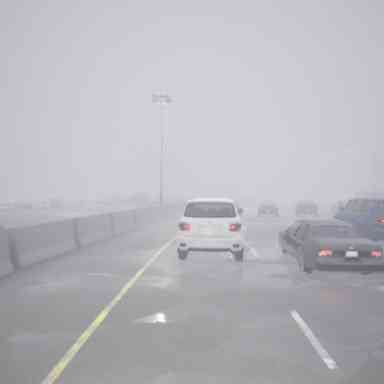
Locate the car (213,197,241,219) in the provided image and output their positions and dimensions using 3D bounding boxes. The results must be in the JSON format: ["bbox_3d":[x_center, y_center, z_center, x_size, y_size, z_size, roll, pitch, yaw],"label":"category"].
[{"bbox_3d":[3.218,1.339,29.483,2.097,1.767,4.553,0,0,11],"label":"car"}]

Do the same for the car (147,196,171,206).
[{"bbox_3d":[-4.987,1.538,53.502,1.895,1.301,4.718,0,0,19],"label":"car"}]

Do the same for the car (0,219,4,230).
[{"bbox_3d":[-9.934,1.500,13.295,2.033,1.411,5.357,0,0,5],"label":"car"}]

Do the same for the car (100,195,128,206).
[{"bbox_3d":[-12.625,1.263,52.573,2.097,1.767,4.553,0,0,18],"label":"car"}]

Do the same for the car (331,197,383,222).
[{"bbox_3d":[7.980,1.238,14.651,2.150,2.045,5.566,0,0,6],"label":"car"}]

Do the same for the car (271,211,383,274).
[{"bbox_3d":[4.071,1.553,10.575,2.033,1.411,5.357,0,0,4],"label":"car"}]

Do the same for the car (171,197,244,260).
[{"bbox_3d":[0.763,1.214,12.570,2.150,2.045,5.566,0,0,5],"label":"car"}]

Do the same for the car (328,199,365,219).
[{"bbox_3d":[14.291,1.518,31.111,2.128,1.511,4.902,0,0,13],"label":"car"}]

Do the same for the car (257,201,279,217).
[{"bbox_3d":[7.143,1.526,31.272,1.812,1.442,4.674,0,0,12],"label":"car"}]

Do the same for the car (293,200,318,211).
[{"bbox_3d":[10.955,1.491,32.225,1.882,1.535,5.008,0,0,13],"label":"car"}]

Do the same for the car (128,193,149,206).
[{"bbox_3d":[-8.698,1.144,53.472,2.150,2.045,5.566,0,0,19],"label":"car"}]

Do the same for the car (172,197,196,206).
[{"bbox_3d":[-1.189,1.499,53.768,2.033,1.411,5.357,0,0,20],"label":"car"}]
